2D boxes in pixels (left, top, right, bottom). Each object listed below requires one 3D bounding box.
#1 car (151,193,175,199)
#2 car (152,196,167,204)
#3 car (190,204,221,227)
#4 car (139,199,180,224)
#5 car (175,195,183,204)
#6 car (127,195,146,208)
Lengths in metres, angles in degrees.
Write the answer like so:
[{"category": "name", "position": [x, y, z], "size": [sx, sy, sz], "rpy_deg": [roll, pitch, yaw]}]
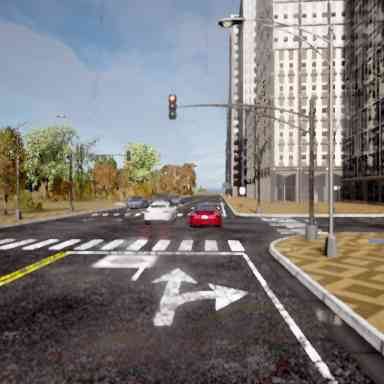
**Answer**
[{"category": "car", "position": [-4.076, 1.149, 44.493], "size": [2.150, 2.045, 5.566], "rpy_deg": [0, 0, 5]}, {"category": "car", "position": [-5.978, 1.472, 61.041], "size": [1.994, 1.385, 4.181], "rpy_deg": [0, 0, 5]}, {"category": "car", "position": [0.913, 1.491, 22.130], "size": [1.994, 1.385, 4.181], "rpy_deg": [0, 0, 4]}, {"category": "car", "position": [-2.206, 1.457, 24.051], "size": [1.812, 1.442, 4.674], "rpy_deg": [0, 0, 4]}, {"category": "car", "position": [-2.821, 1.262, 59.833], "size": [2.097, 1.767, 4.553], "rpy_deg": [0, 0, 5]}, {"category": "car", "position": [-7.299, 1.279, 44.920], "size": [2.097, 1.767, 4.553], "rpy_deg": [0, 0, 5]}]
